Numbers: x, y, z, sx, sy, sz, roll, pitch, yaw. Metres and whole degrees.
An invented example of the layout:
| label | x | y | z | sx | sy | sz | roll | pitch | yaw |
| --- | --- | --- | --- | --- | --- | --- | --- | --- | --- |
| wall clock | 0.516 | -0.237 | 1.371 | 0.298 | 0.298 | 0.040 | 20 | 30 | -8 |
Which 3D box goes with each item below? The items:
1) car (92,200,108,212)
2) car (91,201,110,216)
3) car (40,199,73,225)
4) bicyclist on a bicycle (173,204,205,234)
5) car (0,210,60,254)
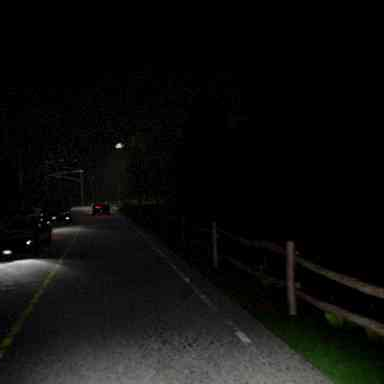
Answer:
| label | x | y | z | sx | sy | sz | roll | pitch | yaw |
| --- | --- | --- | --- | --- | --- | --- | --- | --- | --- |
| car | -13.323 | 1.994 | 47.788 | 2.033 | 1.411 | 5.357 | -2 | 0 | -16 |
| car | -10.317 | 1.837 | 37.745 | 2.128 | 1.511 | 4.902 | -2 | 0 | -16 |
| car | -11.068 | 1.614 | 27.376 | 2.150 | 2.045 | 5.566 | -2 | 0 | -17 |
| bicyclist on a bicycle | 0.054 | 1.356 | 15.204 | 1.656 | 1.620 | 0.582 | 18 | -21 | -9 |
| car | -7.356 | 1.808 | 14.590 | 2.033 | 1.411 | 5.357 | -2 | 0 | -15 |
